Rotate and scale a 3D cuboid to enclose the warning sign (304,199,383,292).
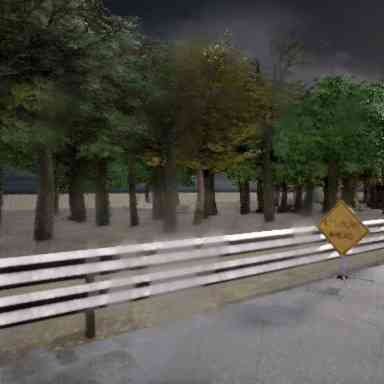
[{"bbox_3d":[3.444,1.111,7.613,1.060,1.860,1.300,-1,1,-36],"label":"warning sign"}]
